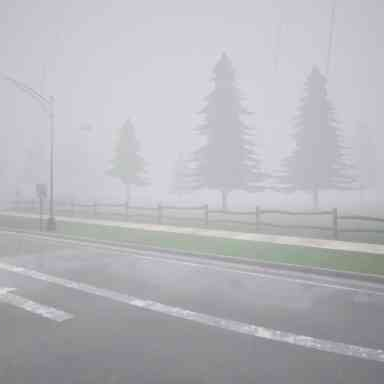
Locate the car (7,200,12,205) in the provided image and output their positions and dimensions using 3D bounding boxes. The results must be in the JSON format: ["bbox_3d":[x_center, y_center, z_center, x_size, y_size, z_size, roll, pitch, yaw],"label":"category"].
[{"bbox_3d":[-28.552,1.563,55.740,1.994,1.385,4.181,0,0,35],"label":"car"}]

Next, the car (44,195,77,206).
[{"bbox_3d":[-19.694,1.351,50.102,2.097,1.767,4.553,0,0,35],"label":"car"}]

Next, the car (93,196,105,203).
[{"bbox_3d":[-16.666,1.496,66.450,2.128,1.511,4.902,0,0,36],"label":"car"}]

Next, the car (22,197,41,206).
[{"bbox_3d":[-23.070,1.600,51.385,1.895,1.301,4.718,0,0,35],"label":"car"}]

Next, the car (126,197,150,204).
[{"bbox_3d":[-9.940,1.564,63.912,1.994,1.385,4.181,0,0,36],"label":"car"}]

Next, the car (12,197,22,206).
[{"bbox_3d":[-25.759,1.525,53.642,1.812,1.442,4.674,0,0,35],"label":"car"}]

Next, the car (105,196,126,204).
[{"bbox_3d":[-13.876,1.525,64.379,1.812,1.442,4.674,0,0,36],"label":"car"}]

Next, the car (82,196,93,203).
[{"bbox_3d":[-20.069,1.524,67.666,1.812,1.442,4.674,0,0,35],"label":"car"}]
